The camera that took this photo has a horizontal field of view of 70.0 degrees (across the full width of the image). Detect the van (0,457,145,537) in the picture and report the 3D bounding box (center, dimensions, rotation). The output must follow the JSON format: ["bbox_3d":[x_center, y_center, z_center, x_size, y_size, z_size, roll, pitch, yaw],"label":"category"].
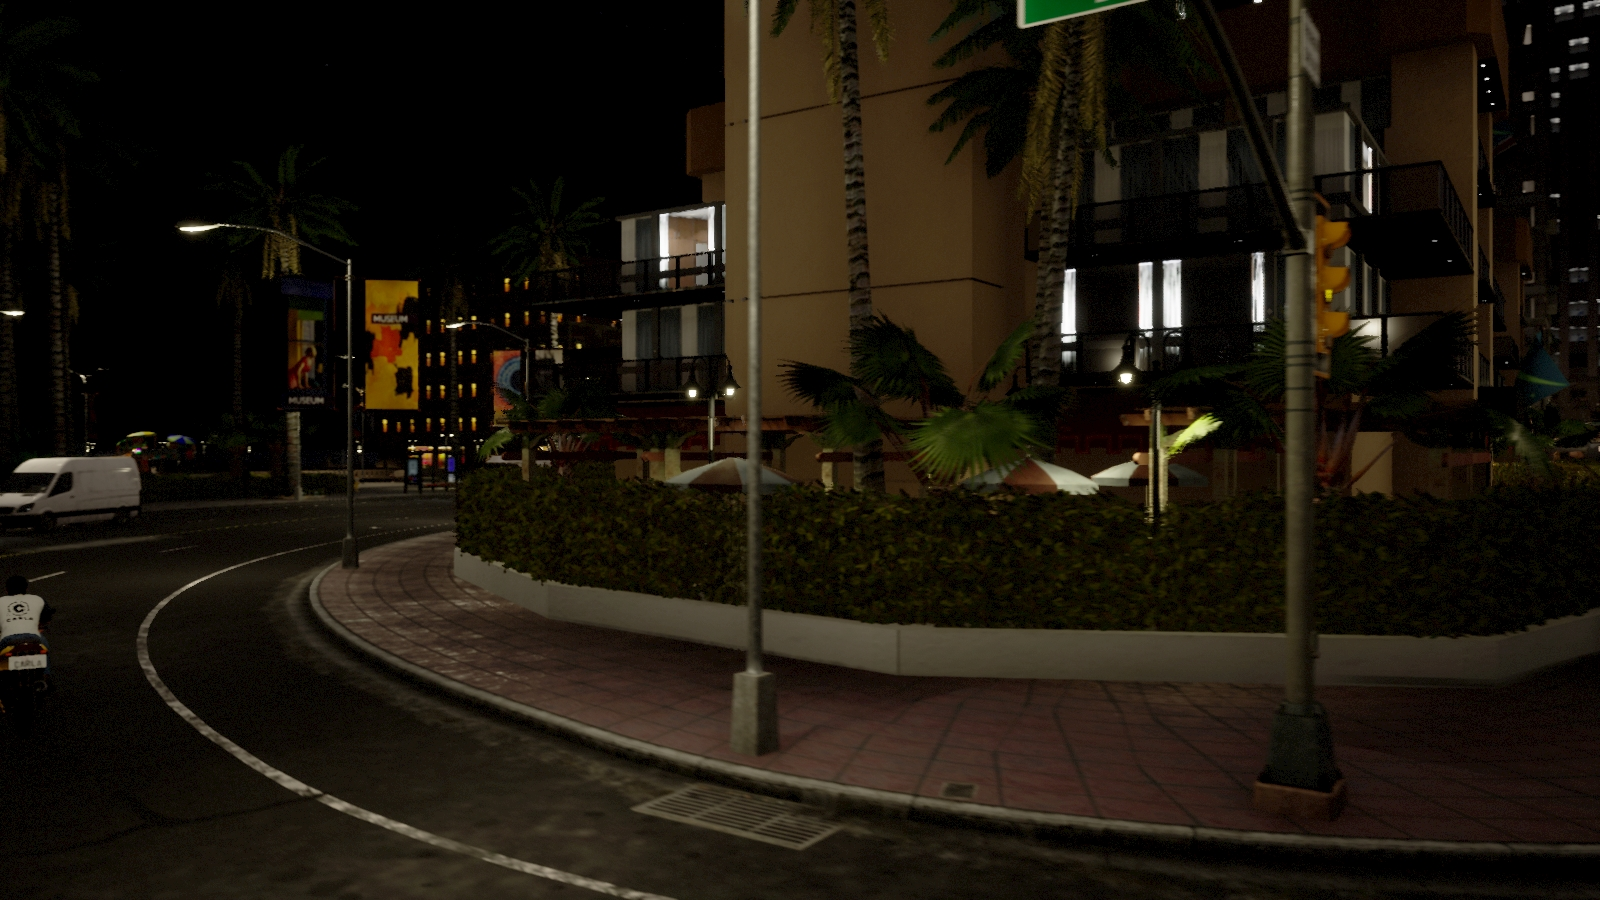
[{"bbox_3d":[-25.992,1.550,40.294,1.988,2.561,5.915,0,0,5],"label":"van"}]

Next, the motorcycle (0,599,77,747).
[{"bbox_3d":[-7.988,2.218,11.630,0.803,1.145,2.033,1,-1,-39],"label":"motorcycle"}]
